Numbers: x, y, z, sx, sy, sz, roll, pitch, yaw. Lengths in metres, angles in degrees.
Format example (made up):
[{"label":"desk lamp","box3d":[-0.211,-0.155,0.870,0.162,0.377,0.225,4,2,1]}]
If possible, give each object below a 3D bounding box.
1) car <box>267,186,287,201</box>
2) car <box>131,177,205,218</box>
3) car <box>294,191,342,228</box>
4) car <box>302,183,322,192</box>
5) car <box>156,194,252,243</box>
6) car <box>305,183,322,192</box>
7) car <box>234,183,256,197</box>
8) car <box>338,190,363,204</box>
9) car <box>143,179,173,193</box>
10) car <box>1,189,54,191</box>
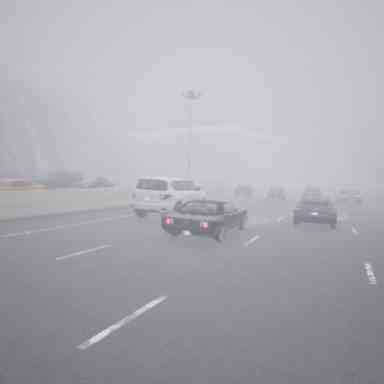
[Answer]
[{"label":"car","box3d":[8.836,0.089,34.481,2.033,1.411,5.357,3,3,17]},{"label":"car","box3d":[-0.990,0.246,17.414,2.150,2.045,5.566,4,3,22]},{"label":"car","box3d":[6.414,0.907,17.178,1.994,1.385,4.181,4,3,22]},{"label":"car","box3d":[12.746,0.151,35.319,2.128,1.511,4.902,3,3,17]},{"label":"car","box3d":[0.742,0.947,12.624,1.895,1.301,4.718,4,3,23]},{"label":"car","box3d":[22.639,-0.833,62.004,2.128,1.511,4.902,3,3,11]},{"label":"car","box3d":[5.899,-0.197,36.843,1.837,1.490,4.892,3,4,17]},{"label":"car","box3d":[15.947,0.468,33.861,1.895,1.301,4.718,3,3,17]},{"label":"car","box3d":[-4.031,-0.767,40.253,1.812,1.442,4.674,3,3,17]},{"label":"car","box3d":[-11.322,-0.086,20.509,1.882,1.535,5.008,4,3,23]}]
